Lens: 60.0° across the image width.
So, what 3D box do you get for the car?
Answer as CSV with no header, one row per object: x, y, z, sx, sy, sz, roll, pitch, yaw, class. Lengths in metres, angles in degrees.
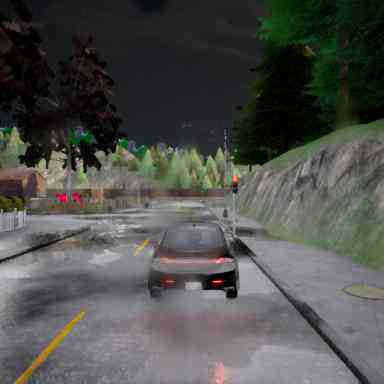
0.052,1.492,8.464,2.128,1.511,4.902,0,0,1,car
